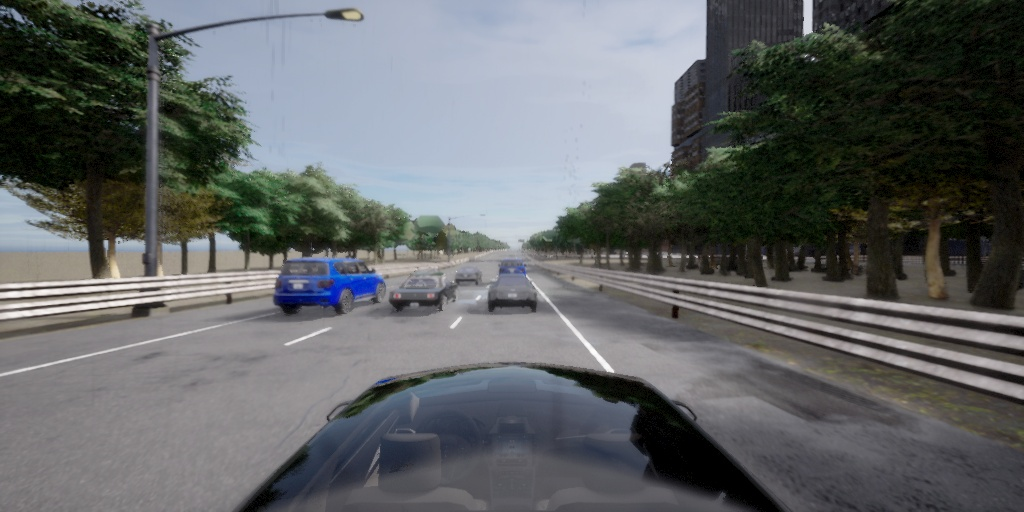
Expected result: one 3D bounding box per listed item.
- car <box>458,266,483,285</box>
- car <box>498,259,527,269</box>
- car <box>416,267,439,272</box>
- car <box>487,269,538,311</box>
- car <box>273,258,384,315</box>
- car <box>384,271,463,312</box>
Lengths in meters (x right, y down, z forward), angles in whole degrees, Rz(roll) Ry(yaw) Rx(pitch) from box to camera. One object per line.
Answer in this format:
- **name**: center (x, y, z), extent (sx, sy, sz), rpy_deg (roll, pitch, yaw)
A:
- **car**: center (-3.487, 1.555, 29.369), extent (2.033, 1.411, 5.357), rpy_deg (0, 0, 0)
- **car**: center (0.015, 1.233, 29.425), extent (2.150, 2.045, 5.566), rpy_deg (0, 0, 0)
- **car**: center (-6.979, 1.614, 30.099), extent (1.895, 1.301, 4.718), rpy_deg (0, 0, 0)
- **car**: center (0.028, 1.451, 15.319), extent (1.994, 1.385, 4.181), rpy_deg (0, 0, 0)
- **car**: center (-6.987, 1.102, 14.423), extent (2.150, 2.045, 5.566), rpy_deg (0, 0, 0)
- **car**: center (-3.480, 1.485, 15.100), extent (1.895, 1.301, 4.718), rpy_deg (0, -1, 0)
